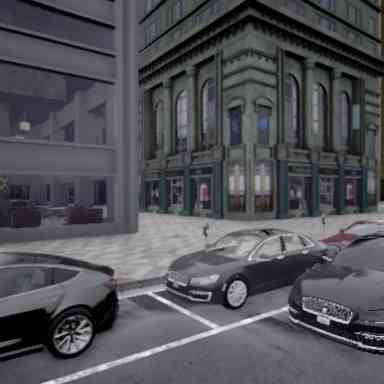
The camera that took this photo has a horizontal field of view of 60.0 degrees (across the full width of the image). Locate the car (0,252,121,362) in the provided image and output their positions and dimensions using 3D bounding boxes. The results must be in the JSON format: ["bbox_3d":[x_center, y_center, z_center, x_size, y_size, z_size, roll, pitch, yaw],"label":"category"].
[{"bbox_3d":[-3.102,1.577,4.427,4.313,1.339,1.947,0,0,-36],"label":"car"}]

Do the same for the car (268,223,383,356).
[{"bbox_3d":[3.770,1.514,5.995,4.892,1.490,1.837,0,0,-36],"label":"car"}]

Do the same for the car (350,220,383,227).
[{"bbox_3d":[6.025,1.598,11.045,4.206,1.307,1.802,0,0,-36],"label":"car"}]

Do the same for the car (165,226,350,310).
[{"bbox_3d":[1.461,1.564,7.736,4.403,1.369,2.008,0,0,-36],"label":"car"}]
